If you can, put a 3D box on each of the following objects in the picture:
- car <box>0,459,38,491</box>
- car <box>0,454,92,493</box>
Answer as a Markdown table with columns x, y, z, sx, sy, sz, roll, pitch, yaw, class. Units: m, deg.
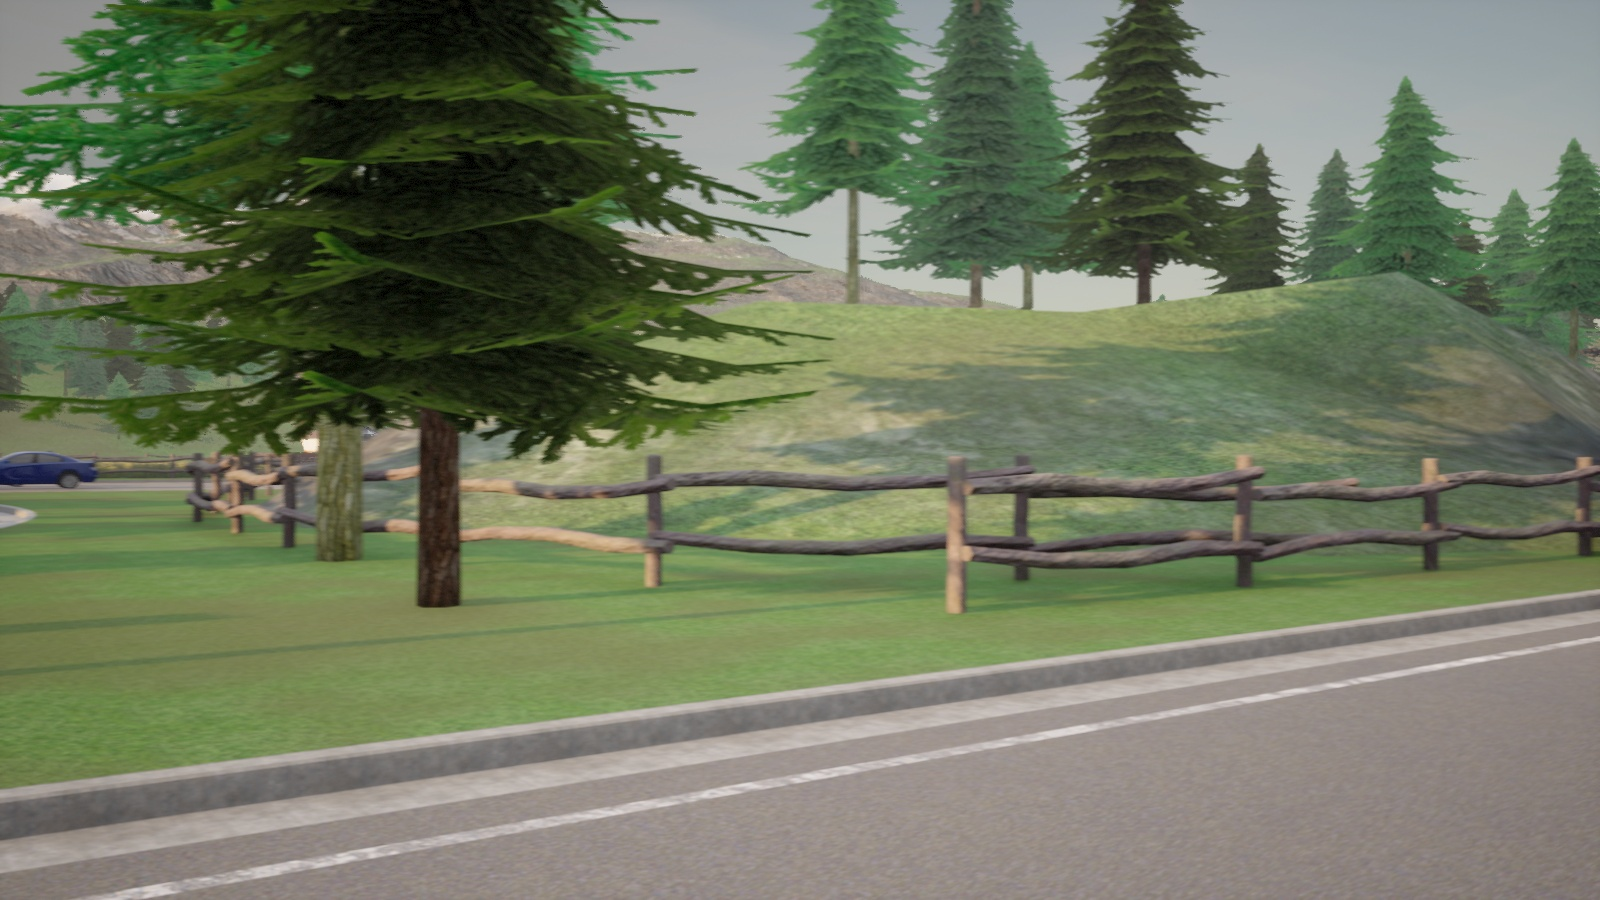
| x | y | z | sx | sy | sz | roll | pitch | yaw | class |
| --- | --- | --- | --- | --- | --- | --- | --- | --- | --- |
| -34.273 | 1.049 | 51.832 | 4.718 | 1.301 | 1.895 | 0 | 0 | -35 | car |
| -31.061 | 0.919 | 49.799 | 5.008 | 1.535 | 1.882 | 0 | 0 | -35 | car |
